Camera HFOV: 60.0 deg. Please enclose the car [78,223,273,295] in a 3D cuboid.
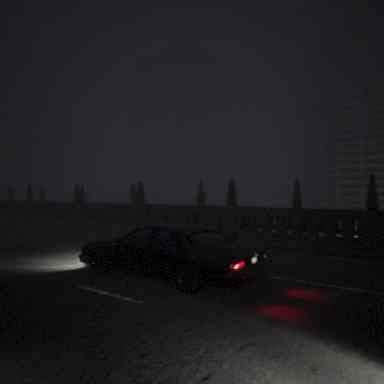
[{"bbox_3d":[-0.667,1.548,8.766,5.357,1.411,2.033,0,0,35],"label":"car"}]
